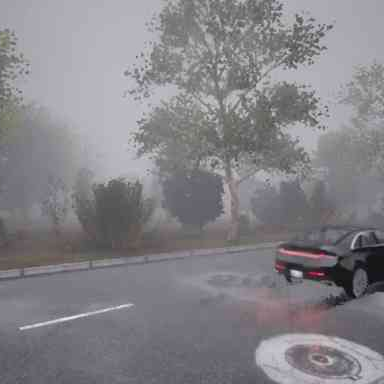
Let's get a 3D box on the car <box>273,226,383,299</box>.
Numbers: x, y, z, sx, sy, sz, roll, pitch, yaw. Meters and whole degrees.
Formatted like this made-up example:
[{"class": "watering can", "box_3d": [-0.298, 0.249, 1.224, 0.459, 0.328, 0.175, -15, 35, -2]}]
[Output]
[{"class": "car", "box_3d": [4.242, 1.657, 8.863, 4.902, 1.511, 2.128, 2, -2, -37]}]
